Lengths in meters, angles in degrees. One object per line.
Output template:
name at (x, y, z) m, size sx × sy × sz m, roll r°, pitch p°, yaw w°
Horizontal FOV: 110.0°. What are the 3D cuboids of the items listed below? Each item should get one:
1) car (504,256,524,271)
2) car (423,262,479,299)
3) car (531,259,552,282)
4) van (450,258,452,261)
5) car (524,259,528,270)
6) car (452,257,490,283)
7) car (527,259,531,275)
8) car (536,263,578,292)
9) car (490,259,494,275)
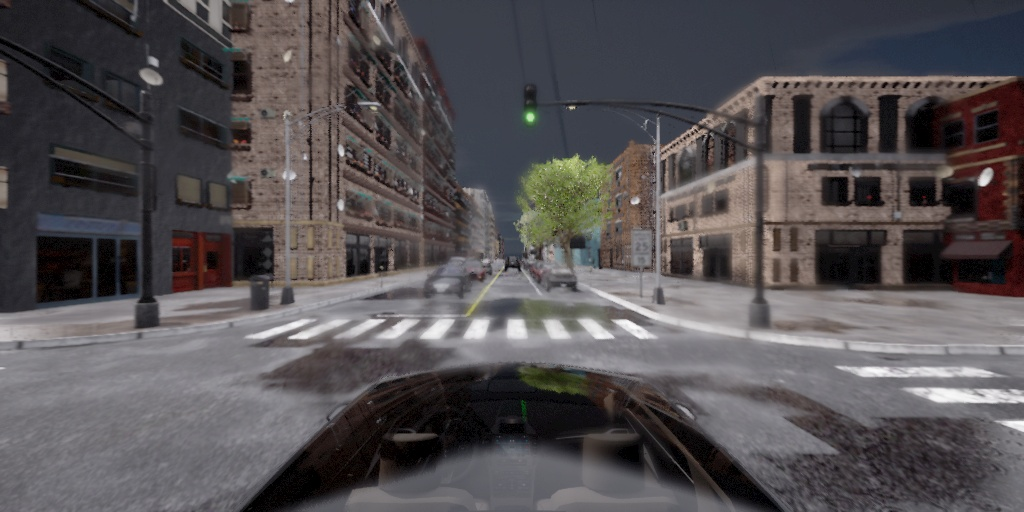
car at (0.094, 0.968, 47.703) m, size 2.150 × 2.045 × 5.566 m, roll 0°, pitch 0°, yaw 0°
car at (-3.101, 1.234, 18.135) m, size 2.128 × 1.511 × 4.902 m, roll 0°, pitch 0°, yaw 0°
car at (2.691, 1.182, 26.482) m, size 1.967 × 1.591 × 4.097 m, roll 0°, pitch 0°, yaw 0°
van at (-5.690, 1.083, 37.877) m, size 1.690 × 1.789 × 3.998 m, roll 0°, pitch 0°, yaw 0°
car at (2.692, 1.298, 49.268) m, size 2.007 × 1.370 × 4.403 m, roll 0°, pitch 0°, yaw 0°
car at (-3.098, 1.094, 28.028) m, size 2.097 × 1.767 × 4.553 m, roll 0°, pitch 0°, yaw 0°
car at (2.691, 1.181, 32.178) m, size 1.967 × 1.591 × 4.097 m, roll 0°, pitch 0°, yaw 0°
car at (2.691, 1.293, 20.785) m, size 2.007 × 1.370 × 4.403 m, roll 0°, pitch 0°, yaw 0°
car at (-3.084, 1.307, 38.039) m, size 1.994 × 1.385 × 4.181 m, roll 0°, pitch 0°, yaw 0°
